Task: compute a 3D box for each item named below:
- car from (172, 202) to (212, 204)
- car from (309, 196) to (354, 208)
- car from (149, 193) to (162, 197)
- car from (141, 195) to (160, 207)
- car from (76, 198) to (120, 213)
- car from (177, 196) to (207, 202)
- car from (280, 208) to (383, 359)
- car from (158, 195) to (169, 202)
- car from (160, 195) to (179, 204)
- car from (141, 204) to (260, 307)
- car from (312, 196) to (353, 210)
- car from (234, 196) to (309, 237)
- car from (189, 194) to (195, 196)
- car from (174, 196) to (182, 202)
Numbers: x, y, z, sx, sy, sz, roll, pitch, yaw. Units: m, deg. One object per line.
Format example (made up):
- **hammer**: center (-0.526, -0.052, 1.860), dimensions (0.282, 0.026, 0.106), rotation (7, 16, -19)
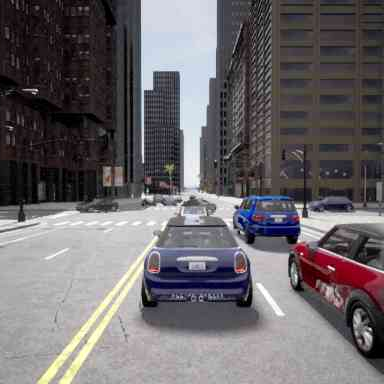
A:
- **car**: center (0.089, 1.480, 17.048), dimensions (2.128, 1.511, 4.902), rotation (0, 0, 0)
- **car**: center (15.344, 1.277, 36.907), dimensions (4.553, 1.767, 2.097), rotation (0, 1, -1)
- **car**: center (-6.562, 1.310, 64.735), dimensions (2.097, 1.767, 4.553), rotation (0, 0, 0)
- **car**: center (-6.607, 1.528, 51.287), dimensions (1.994, 1.385, 4.181), rotation (0, 0, 0)
- **car**: center (-10.103, 1.470, 36.020), dimensions (1.837, 1.490, 4.892), rotation (3, 2, 38)
- **car**: center (0.803, 1.497, 37.643), dimensions (1.812, 1.442, 4.674), rotation (0, 0, -42)
- **car**: center (3.344, 1.349, 6.152), dimensions (2.097, 1.767, 4.553), rotation (0, 0, 0)
- **car**: center (-6.517, 1.481, 75.895), dimensions (2.128, 1.511, 4.902), rotation (0, 0, 0)
- **car**: center (-3.361, 1.490, 51.142), dimensions (1.812, 1.442, 4.674), rotation (0, 0, 0)
- **car**: center (0.094, 1.348, 8.111), dimensions (2.097, 1.767, 4.553), rotation (0, 0, 0)
- **car**: center (16.670, 1.323, 39.608), dimensions (4.097, 1.590, 1.967), rotation (0, 1, 0)
- **car**: center (3.349, 1.211, 15.863), dimensions (2.150, 2.045, 5.566), rotation (0, 0, -2)
- **car**: center (-0.021, 1.456, 92.264), dimensions (1.837, 1.490, 4.892), rotation (0, 0, 0)
- **car**: center (-3.269, 1.551, 78.365), dimensions (1.895, 1.301, 4.718), rotation (0, 0, 0)
